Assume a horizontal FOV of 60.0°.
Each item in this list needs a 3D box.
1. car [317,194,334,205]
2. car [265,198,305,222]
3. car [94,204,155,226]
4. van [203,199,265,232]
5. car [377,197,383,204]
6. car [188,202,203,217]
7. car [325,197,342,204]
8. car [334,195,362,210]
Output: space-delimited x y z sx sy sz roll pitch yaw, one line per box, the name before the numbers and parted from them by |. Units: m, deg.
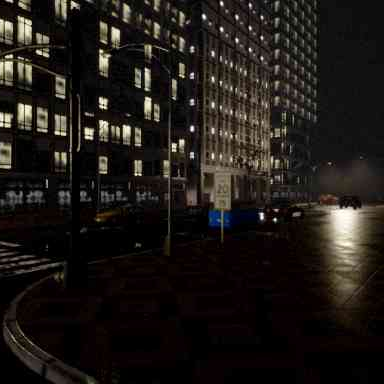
car | 25.133 1.381 62.528 2.192 1.841 5.009 0 0 38
car | 7.619 1.472 26.859 1.967 1.590 4.097 0 0 38
car | -4.734 1.540 23.944 1.752 1.417 4.829 0 0 38
van | 2.656 1.368 20.230 1.690 1.788 3.998 0 0 38
car | 38.164 1.658 66.536 1.947 1.339 4.313 0 0 38
car | 1.375 1.604 31.667 1.802 1.307 4.206 0 0 38
car | 28.527 1.624 66.936 2.008 1.369 4.403 0 0 38
car | 21.195 1.368 44.494 2.192 1.841 5.009 0 0 38
